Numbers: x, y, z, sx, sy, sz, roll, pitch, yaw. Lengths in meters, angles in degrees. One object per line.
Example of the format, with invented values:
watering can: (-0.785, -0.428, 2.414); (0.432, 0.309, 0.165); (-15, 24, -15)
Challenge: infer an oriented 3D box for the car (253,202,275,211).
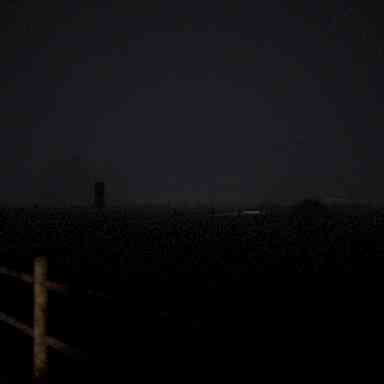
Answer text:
car: (11.211, 2.251, 51.844); (1.895, 1.301, 4.718); (0, -1, 35)
